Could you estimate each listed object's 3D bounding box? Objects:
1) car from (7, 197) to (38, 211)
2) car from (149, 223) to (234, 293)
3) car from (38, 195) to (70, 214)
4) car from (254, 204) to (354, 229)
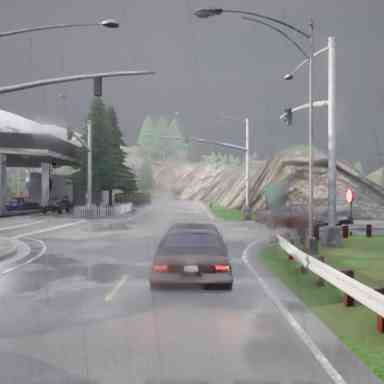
[{"bbox_3d":[-20.257,1.477,40.146,2.242,1.667,4.611,0,0,-1],"label":"car"},{"bbox_3d":[0.020,1.547,9.001,2.033,1.411,5.357,0,0,1],"label":"car"},{"bbox_3d":[-14.547,1.311,35.871,1.905,1.878,3.866,0,0,-1],"label":"car"},{"bbox_3d":[5.843,1.364,17.950,2.033,1.411,5.357,0,0,-36],"label":"car"}]
